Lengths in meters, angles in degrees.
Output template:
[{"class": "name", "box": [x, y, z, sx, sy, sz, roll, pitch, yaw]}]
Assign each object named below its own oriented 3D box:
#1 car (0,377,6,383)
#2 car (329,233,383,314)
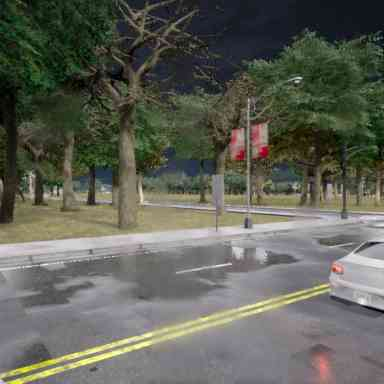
[{"class": "car", "box": [-3.238, 1.526, 1.140, 4.674, 1.442, 1.812, 0, 0, -35]}, {"class": "car", "box": [4.650, 1.526, 6.739, 4.674, 1.442, 1.812, 0, 0, -35]}]
